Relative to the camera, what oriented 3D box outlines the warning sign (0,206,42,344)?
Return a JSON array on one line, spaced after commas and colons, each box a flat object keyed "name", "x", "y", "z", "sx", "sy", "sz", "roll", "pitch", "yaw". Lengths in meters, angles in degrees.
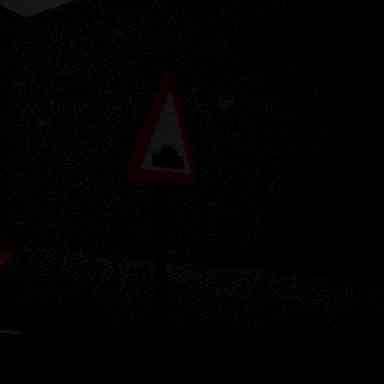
[{"name": "warning sign", "x": -3.129, "y": 1.160, "z": 4.810, "sx": 1.060, "sy": 1.860, "sz": 1.300, "roll": 2, "pitch": -1, "yaw": 29}]
